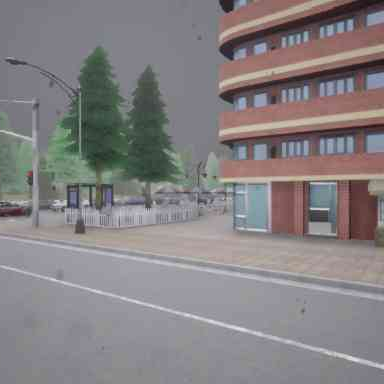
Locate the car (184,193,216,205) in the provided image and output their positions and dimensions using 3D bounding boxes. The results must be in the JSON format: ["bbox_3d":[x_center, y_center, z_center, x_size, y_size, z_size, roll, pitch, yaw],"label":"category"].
[{"bbox_3d":[1.543,1.166,59.692,5.566,2.045,2.150,0,0,-34],"label":"car"}]

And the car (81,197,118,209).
[{"bbox_3d":[-12.467,1.470,45.076,1.812,1.442,4.674,0,0,37],"label":"car"}]

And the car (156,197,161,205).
[{"bbox_3d":[-2.565,1.492,51.949,5.357,1.411,2.033,0,0,-45],"label":"car"}]

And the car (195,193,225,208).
[{"bbox_3d":[3.150,1.296,47.349,2.097,1.767,4.553,0,0,45],"label":"car"}]

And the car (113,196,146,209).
[{"bbox_3d":[-8.243,1.297,44.844,2.097,1.767,4.553,0,0,38],"label":"car"}]

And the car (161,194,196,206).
[{"bbox_3d":[-1.516,1.436,47.557,2.128,1.511,4.902,0,0,41],"label":"car"}]

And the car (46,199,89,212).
[{"bbox_3d":[-13.574,1.470,37.588,1.812,1.442,4.674,0,0,36],"label":"car"}]

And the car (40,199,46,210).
[{"bbox_3d":[-17.492,1.508,38.101,1.994,1.385,4.181,0,0,36],"label":"car"}]

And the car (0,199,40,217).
[{"bbox_3d":[-15.671,1.508,28.245,1.994,1.385,4.181,0,0,35],"label":"car"}]

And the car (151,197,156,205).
[{"bbox_3d":[-6.322,1.470,52.743,1.812,1.442,4.674,0,0,42],"label":"car"}]
